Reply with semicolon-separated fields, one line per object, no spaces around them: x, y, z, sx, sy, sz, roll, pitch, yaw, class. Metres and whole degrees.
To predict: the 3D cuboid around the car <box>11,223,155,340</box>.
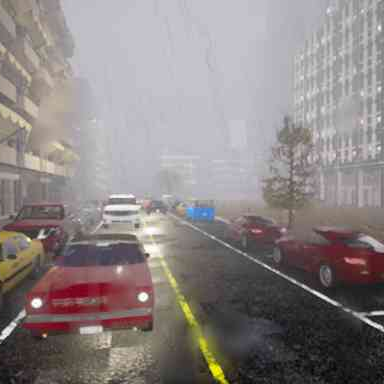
-1.808;1.598;6.772;1.895;1.301;4.718;0;0;-11;car

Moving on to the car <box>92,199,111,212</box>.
-10.778;1.543;39.965;1.887;1.381;4.507;0;0;-11;car

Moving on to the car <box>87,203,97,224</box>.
-6.642;1.545;18.250;2.008;1.369;4.403;0;0;-11;car

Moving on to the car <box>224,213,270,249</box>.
2.624;1.574;14.387;1.802;1.307;4.206;0;0;-11;car

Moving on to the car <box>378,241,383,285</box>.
4.660;1.522;3.696;1.752;1.417;4.829;0;0;-11;car

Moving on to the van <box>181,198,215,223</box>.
0.555;1.332;25.246;1.690;1.788;3.998;0;0;-11;van

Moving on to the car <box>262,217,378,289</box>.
3.658;1.576;8.959;1.802;1.307;4.206;0;0;-11;car

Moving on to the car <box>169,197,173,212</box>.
-1.512;1.559;36.104;1.947;1.339;4.313;0;0;-11;car

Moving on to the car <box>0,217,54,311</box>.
-4.543;1.523;7.225;1.752;1.417;4.829;0;0;-11;car

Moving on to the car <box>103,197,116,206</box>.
-13.880;1.591;56.252;1.802;1.307;4.206;0;0;-11;car

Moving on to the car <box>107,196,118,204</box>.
-15.947;1.584;67.110;1.947;1.339;4.313;0;0;-11;car

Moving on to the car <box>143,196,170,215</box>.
-3.657;1.498;33.508;1.837;1.490;4.892;0;0;-11;car

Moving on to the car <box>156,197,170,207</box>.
-4.646;1.527;52.557;1.752;1.417;4.829;0;0;-11;car

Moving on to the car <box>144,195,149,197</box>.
-5.620;1.350;43.748;2.097;1.767;4.553;0;0;-11;car

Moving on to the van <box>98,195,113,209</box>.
-11.814;1.343;45.395;1.690;1.788;3.998;0;0;-11;van

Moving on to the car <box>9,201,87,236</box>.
-5.610;1.311;12.819;2.192;1.841;5.009;0;0;-11;car

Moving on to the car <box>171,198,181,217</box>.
-0.509;1.517;30.841;1.752;1.417;4.829;0;0;-11;car

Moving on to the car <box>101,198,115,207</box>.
-12.846;1.587;50.823;1.802;1.307;4.206;0;0;-11;car

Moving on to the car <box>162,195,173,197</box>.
-2.546;1.435;41.533;1.967;1.590;4.097;0;0;-11;car

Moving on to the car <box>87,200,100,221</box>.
-7.676;1.545;23.679;2.008;1.369;4.403;0;0;-11;car

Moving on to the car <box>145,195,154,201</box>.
-10.817;1.578;84.966;1.887;1.381;4.507;-1;0;-11;car

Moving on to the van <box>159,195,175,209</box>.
-3.581;1.339;46.963;1.690;1.788;3.998;0;0;-11;van

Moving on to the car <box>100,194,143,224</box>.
-4.596;1.214;21.918;2.150;2.045;5.566;0;0;-11;car

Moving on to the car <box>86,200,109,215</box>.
-9.744;1.562;34.536;1.947;1.339;4.313;0;0;-11;car

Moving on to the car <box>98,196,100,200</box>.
-8.710;1.435;29.106;1.967;1.590;4.097;0;0;-11;car
